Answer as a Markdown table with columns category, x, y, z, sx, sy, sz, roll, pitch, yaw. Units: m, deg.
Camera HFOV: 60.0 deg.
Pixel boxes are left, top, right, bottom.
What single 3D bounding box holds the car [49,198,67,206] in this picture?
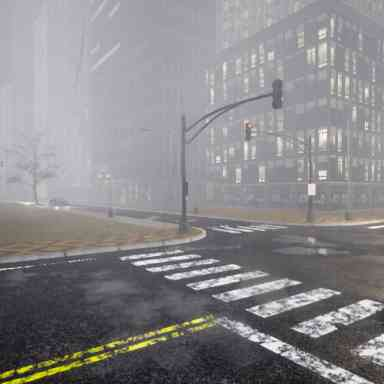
| category | x | y | z | sx | sy | sz | roll | pitch | yaw |
| --- | --- | --- | --- | --- | --- | --- | --- | --- | --- |
| car | -21.807 | 1.607 | 54.157 | 1.895 | 1.301 | 4.718 | 0 | 0 | -35 |
